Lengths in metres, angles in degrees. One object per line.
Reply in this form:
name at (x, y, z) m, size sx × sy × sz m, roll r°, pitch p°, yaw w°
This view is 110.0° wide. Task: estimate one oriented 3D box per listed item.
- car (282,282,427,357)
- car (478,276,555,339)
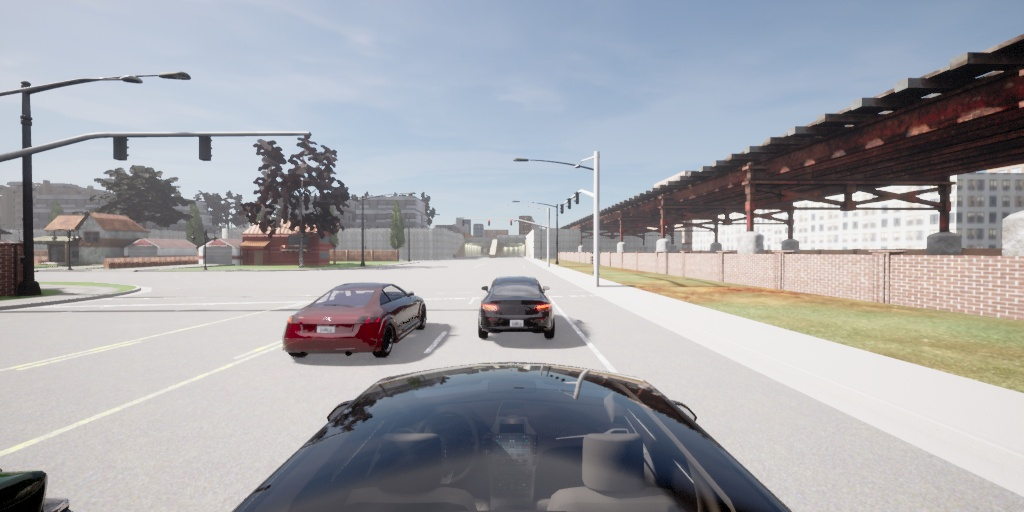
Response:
car at (-3.397, 1.315, 8.555) m, size 1.994 × 1.385 × 4.181 m, roll 0°, pitch 0°, yaw 0°
car at (0.105, 1.277, 10.018) m, size 1.812 × 1.442 × 4.674 m, roll 0°, pitch 0°, yaw 0°
